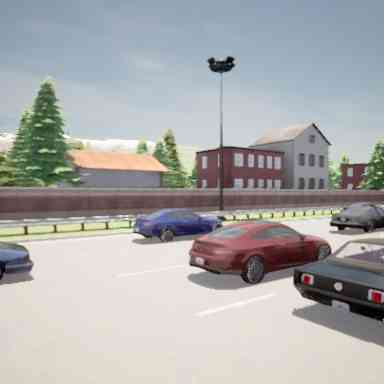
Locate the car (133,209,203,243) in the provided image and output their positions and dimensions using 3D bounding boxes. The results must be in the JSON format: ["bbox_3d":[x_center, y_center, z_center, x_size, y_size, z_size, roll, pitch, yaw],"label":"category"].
[{"bbox_3d":[-0.580,1.533,16.228,4.674,1.442,1.812,0,0,-36],"label":"car"}]

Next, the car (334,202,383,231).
[{"bbox_3d":[10.342,1.564,19.716,5.357,1.411,2.033,0,0,-35],"label":"car"}]

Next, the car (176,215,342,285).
[{"bbox_3d":[2.065,1.532,9.517,4.674,1.442,1.812,0,0,-35],"label":"car"}]

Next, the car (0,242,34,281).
[{"bbox_3d":[-6.649,1.547,7.600,5.357,1.411,2.033,0,0,-36],"label":"car"}]

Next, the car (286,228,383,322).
[{"bbox_3d":[4.278,1.607,6.796,4.718,1.301,1.895,0,0,-35],"label":"car"}]
